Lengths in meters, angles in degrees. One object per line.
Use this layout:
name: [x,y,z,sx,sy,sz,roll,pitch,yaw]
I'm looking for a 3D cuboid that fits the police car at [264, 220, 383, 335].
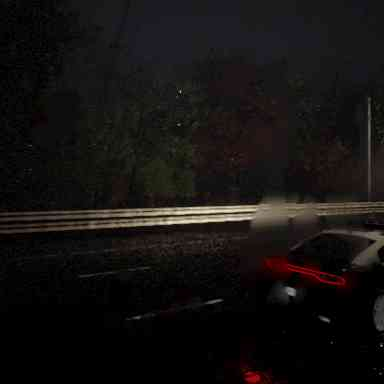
police car: [3.808,1.427,6.807,5.238,1.638,1.930,0,0,-32]
